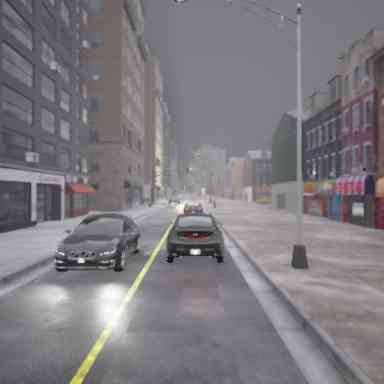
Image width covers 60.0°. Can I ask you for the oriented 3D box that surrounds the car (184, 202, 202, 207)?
[{"bbox_3d":[0.116,1.626,33.223,1.895,1.301,4.718,0,0,0],"label":"car"}]

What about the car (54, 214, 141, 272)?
[{"bbox_3d":[-2.845,1.522,10.952,1.837,1.490,4.892,0,0,0],"label":"car"}]

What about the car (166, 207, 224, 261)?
[{"bbox_3d":[0.104,1.523,12.272,1.837,1.490,4.892,0,0,0],"label":"car"}]

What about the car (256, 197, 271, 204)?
[{"bbox_3d":[13.917,1.601,59.709,4.829,1.417,1.752,0,-1,0],"label":"car"}]
